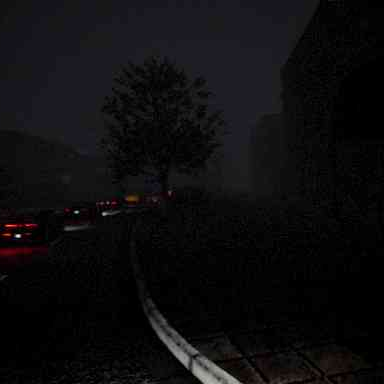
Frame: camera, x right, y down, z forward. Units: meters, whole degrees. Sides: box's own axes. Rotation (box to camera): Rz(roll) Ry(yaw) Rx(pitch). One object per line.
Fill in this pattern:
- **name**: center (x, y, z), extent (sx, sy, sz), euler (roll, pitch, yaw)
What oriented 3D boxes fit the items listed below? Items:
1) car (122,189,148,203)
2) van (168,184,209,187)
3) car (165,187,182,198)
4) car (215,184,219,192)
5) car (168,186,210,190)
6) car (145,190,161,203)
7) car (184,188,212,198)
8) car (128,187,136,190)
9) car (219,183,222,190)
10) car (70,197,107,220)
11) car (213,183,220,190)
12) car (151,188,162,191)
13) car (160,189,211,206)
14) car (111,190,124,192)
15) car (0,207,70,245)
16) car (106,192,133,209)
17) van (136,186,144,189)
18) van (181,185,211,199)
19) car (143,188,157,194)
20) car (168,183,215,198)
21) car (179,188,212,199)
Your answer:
- **car**: center (-7.823, 0.755, 46.348), extent (1.882, 1.535, 5.008), euler (-2, 2, 5)
- **van**: center (-0.461, 0.392, 41.733), extent (4.442, 1.987, 1.878), euler (-2, 2, 4)
- **car**: center (-3.278, 0.039, 60.068), extent (2.097, 1.767, 4.553), euler (-2, 2, 7)
- **car**: center (2.219, -0.244, 66.030), extent (4.892, 1.521, 2.231), euler (-2, 2, 9)
- **car**: center (-0.500, 0.570, 38.976), extent (4.553, 1.767, 2.185), euler (-2, 2, 4)
- **car**: center (-4.696, 0.765, 46.306), extent (1.895, 1.301, 4.718), euler (-2, 2, 4)
- **car**: center (1.127, 0.110, 57.918), extent (4.674, 1.452, 2.002), euler (-2, 2, 7)
- **car**: center (-14.016, 0.304, 69.441), extent (2.163, 1.488, 4.792), euler (-2, 2, 10)
- **car**: center (4.080, -0.934, 76.907), extent (5.566, 2.045, 2.435), euler (-2, 2, 12)
- **car**: center (-8.488, 1.392, 26.396), extent (1.994, 1.385, 4.181), euler (-2, 1, -1)
- **car**: center (3.092, -0.442, 71.546), extent (4.792, 1.488, 2.163), euler (-2, 2, 10)
- **car**: center (-6.916, 0.550, 56.198), extent (1.895, 1.301, 4.718), euler (-2, 2, 7)
- **car**: center (-0.723, 0.779, 36.235), extent (4.892, 1.521, 2.231), euler (-2, 2, 4)
- **car**: center (-14.826, 0.483, 64.011), extent (2.097, 1.535, 5.008), euler (-2, 2, 8)
- **car**: center (-7.659, 1.551, 16.367), extent (1.837, 1.490, 4.892), euler (-2, 1, -8)
- **car**: center (-8.409, 1.118, 36.438), extent (2.033, 1.411, 5.357), euler (-2, 2, 4)
- **van**: center (-13.102, -0.165, 74.810), extent (1.878, 1.987, 4.442), euler (-2, 2, 11)
- **van**: center (0.633, 0.036, 52.474), extent (4.442, 1.987, 1.878), euler (-2, 2, 6)
- **car**: center (-10.853, -0.299, 85.793), extent (2.002, 1.452, 4.674), euler (-2, 1, 13)
- **car**: center (-0.133, 0.279, 44.460), extent (5.566, 2.045, 2.435), euler (-2, 2, 4)
- **car**: center (0.626, 0.172, 55.229), extent (5.366, 1.575, 1.946), euler (-2, 2, 7)
